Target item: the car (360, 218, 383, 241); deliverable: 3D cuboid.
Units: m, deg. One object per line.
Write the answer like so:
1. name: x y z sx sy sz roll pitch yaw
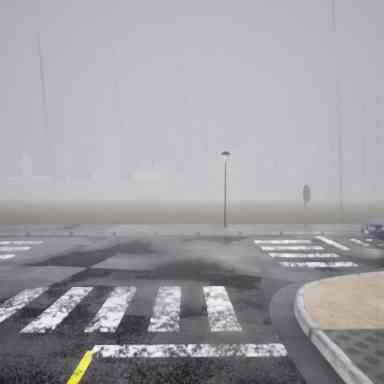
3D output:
1. car: 9.826 1.454 14.452 4.674 1.442 1.812 0 4 -4
